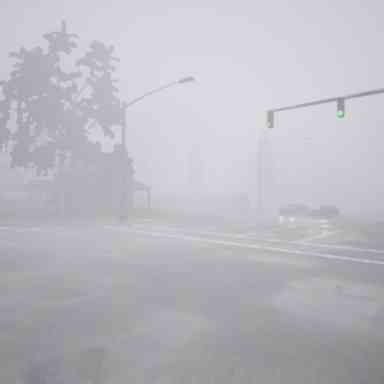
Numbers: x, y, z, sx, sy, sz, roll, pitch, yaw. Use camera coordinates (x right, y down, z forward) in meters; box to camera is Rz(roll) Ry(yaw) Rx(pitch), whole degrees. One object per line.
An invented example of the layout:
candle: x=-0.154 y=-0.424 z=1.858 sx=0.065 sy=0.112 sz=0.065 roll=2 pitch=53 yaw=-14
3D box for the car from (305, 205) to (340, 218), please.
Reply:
car: x=14.012 y=2.039 z=35.177 sx=1.895 sy=1.301 sz=4.718 roll=0 pitch=-1 yaw=40

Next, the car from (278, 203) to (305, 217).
car: x=11.786 y=2.004 z=37.963 sx=2.033 sy=1.411 sz=5.357 roll=0 pitch=-1 yaw=40
